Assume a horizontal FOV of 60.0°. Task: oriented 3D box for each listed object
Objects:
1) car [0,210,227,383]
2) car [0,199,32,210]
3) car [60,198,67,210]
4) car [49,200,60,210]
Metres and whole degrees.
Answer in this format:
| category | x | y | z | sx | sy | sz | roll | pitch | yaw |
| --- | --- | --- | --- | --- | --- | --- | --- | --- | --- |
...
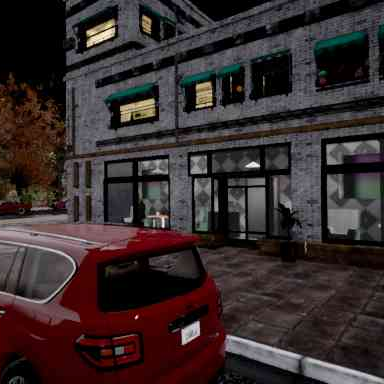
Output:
| category | x | y | z | sx | sy | sz | roll | pitch | yaw |
| --- | --- | --- | --- | --- | --- | --- | --- | --- | --- |
| car | -1.951 | 1.316 | 4.303 | 5.009 | 1.841 | 2.192 | 0 | -1 | 36 |
| car | -17.559 | 1.459 | 30.743 | 1.895 | 1.301 | 4.718 | -1 | 0 | 37 |
| car | -12.095 | 1.117 | 38.031 | 2.097 | 1.767 | 4.553 | -1 | 0 | 37 |
| car | -14.820 | 1.374 | 39.808 | 1.994 | 1.385 | 4.181 | -1 | 0 | 37 |
